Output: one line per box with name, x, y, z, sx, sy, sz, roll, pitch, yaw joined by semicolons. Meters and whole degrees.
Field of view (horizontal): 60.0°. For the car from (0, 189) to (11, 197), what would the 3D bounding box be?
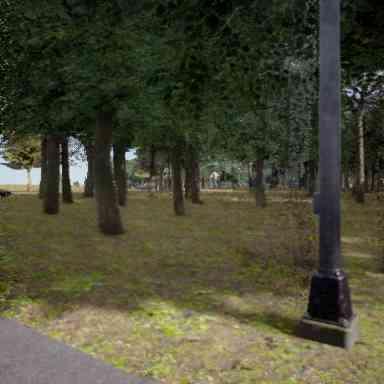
car;-36.660;0.230;62.536;1.837;1.490;4.892;-2;0;34
